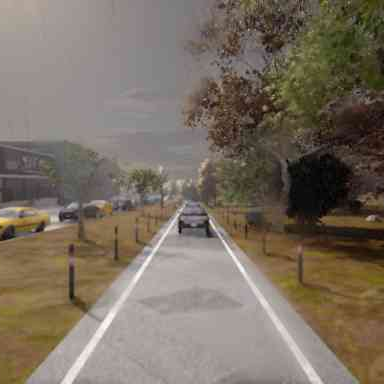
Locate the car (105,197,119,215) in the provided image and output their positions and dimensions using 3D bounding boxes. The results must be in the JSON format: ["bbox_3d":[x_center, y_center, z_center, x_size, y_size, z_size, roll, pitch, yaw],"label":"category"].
[{"bbox_3d":[-9.031,1.565,32.497,2.097,1.535,5.008,0,-1,2],"label":"car"}]

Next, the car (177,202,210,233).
[{"bbox_3d":[0.102,1.636,20.944,2.128,1.511,4.902,0,0,0],"label":"car"}]

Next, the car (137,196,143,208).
[{"bbox_3d":[-9.049,1.777,49.125,2.002,1.452,4.674,0,0,0],"label":"car"}]

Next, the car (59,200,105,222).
[{"bbox_3d":[-9.025,1.529,26.949,2.097,1.535,5.008,0,-1,2],"label":"car"}]

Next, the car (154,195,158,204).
[{"bbox_3d":[-9.071,1.962,71.292,2.163,1.488,4.792,0,-2,-2],"label":"car"}]

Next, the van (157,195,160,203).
[{"bbox_3d":[-9.081,1.770,77.806,1.878,1.987,4.442,0,-2,-2],"label":"van"}]

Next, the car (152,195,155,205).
[{"bbox_3d":[-9.066,1.878,65.781,2.231,1.521,4.892,0,-2,-2],"label":"car"}]

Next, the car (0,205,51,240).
[{"bbox_3d":[-9.021,1.439,16.697,1.946,1.575,5.366,0,-1,2],"label":"car"}]

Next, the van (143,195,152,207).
[{"bbox_3d":[-9.066,1.619,60.098,1.878,1.987,4.442,0,0,2],"label":"van"}]

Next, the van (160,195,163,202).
[{"bbox_3d":[-9.245,1.864,87.756,1.878,1.987,4.442,0,-2,-2],"label":"van"}]

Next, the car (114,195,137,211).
[{"bbox_3d":[-9.041,1.435,42.383,2.435,2.045,5.566,0,-1,1],"label":"car"}]

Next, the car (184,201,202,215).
[{"bbox_3d":[0.103,1.795,37.697,1.994,1.385,4.181,0,0,0],"label":"car"}]
